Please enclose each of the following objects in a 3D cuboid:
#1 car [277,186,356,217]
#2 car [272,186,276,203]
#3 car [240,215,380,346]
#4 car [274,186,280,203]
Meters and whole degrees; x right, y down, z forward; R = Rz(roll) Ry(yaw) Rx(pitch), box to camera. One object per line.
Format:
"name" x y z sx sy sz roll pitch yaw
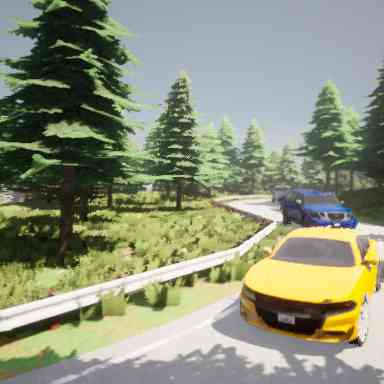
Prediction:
"car" 6.368 0.955 17.327 2.150 2.045 5.566 1 2 0
"car" 11.526 0.249 41.808 2.150 2.045 5.566 0 2 25
"car" 2.692 1.521 6.860 1.882 1.535 5.008 0 0 33
"car" 9.145 0.702 27.972 2.150 2.045 5.566 2 2 -4
